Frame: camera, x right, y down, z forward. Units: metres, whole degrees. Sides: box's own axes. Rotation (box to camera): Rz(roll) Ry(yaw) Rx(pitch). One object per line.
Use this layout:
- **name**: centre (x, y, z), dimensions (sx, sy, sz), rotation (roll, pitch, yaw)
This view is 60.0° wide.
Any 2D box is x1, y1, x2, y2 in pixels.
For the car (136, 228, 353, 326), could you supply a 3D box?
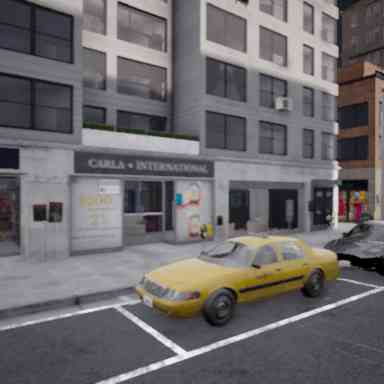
- **car**: centre (1.217, 1.542, 7.056), dimensions (4.829, 1.417, 1.752), rotation (0, 0, -35)

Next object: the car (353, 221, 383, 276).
- **car**: centre (5.981, 1.600, 10.454), dimensions (4.313, 1.339, 1.947), rotation (0, 0, -35)
